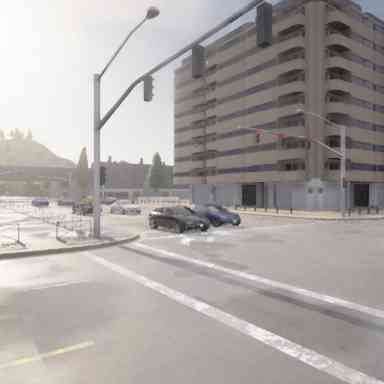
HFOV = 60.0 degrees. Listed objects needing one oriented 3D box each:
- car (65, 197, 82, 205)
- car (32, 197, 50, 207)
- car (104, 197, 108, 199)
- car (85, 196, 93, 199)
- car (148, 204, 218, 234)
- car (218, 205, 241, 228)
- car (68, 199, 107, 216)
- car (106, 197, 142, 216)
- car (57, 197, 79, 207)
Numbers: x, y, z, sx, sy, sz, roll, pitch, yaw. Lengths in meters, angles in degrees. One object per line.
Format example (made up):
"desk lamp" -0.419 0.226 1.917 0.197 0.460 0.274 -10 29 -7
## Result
"car" -22.117 1.619 62.122 1.994 1.385 4.181 0 0 -35
"car" -23.640 1.533 51.953 1.882 1.535 5.008 0 0 -35
"car" -14.309 1.581 57.155 1.812 1.442 4.674 0 0 -35
"car" -19.709 1.533 64.778 1.882 1.535 5.008 0 0 -35
"car" -0.881 1.554 19.706 1.837 1.490 4.892 0 0 -35
"car" 1.307 1.578 22.835 1.812 1.442 4.674 0 0 -37
"car" -10.536 1.656 33.330 1.895 1.301 4.718 0 0 -35
"car" -6.906 1.581 34.284 1.812 1.442 4.674 0 0 -36
"car" -20.041 1.562 52.908 1.837 1.490 4.892 0 -1 -35
